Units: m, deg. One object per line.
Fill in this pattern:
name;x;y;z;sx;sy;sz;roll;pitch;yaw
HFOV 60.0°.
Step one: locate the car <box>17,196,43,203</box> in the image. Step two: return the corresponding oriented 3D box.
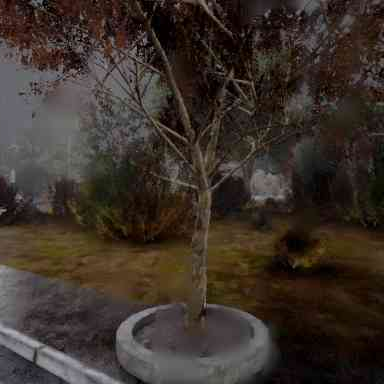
car;-22.035;1.217;44.858;2.033;1.411;5.357;1;0;32
